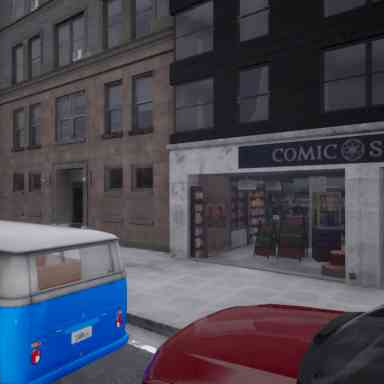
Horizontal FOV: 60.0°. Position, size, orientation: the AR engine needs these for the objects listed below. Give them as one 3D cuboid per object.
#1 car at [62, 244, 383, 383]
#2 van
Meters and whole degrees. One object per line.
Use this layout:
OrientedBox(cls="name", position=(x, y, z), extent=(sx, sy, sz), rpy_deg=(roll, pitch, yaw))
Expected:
OrientedBox(cls="car", position=(1.899, 1.315, 1.456), extent=(5.009, 1.841, 2.192), rpy_deg=(0, 0, 36))
OrientedBox(cls="van", position=(-2.723, 1.341, 4.755), extent=(3.998, 1.788, 1.690), rpy_deg=(0, 0, 36))
